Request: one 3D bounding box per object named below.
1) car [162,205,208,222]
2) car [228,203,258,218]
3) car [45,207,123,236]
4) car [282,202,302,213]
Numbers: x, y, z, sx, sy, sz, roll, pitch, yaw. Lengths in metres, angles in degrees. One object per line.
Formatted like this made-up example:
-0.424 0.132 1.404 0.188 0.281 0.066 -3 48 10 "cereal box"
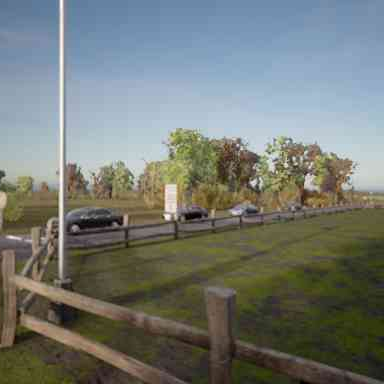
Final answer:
-0.516 1.822 28.116 2.128 1.511 4.902 1 0 36 "car"
5.760 2.010 36.815 1.812 1.442 4.674 1 0 36 "car"
-6.322 1.694 20.008 1.837 1.490 4.892 1 0 35 "car"
14.890 2.269 49.320 1.837 1.490 4.892 1 0 36 "car"
